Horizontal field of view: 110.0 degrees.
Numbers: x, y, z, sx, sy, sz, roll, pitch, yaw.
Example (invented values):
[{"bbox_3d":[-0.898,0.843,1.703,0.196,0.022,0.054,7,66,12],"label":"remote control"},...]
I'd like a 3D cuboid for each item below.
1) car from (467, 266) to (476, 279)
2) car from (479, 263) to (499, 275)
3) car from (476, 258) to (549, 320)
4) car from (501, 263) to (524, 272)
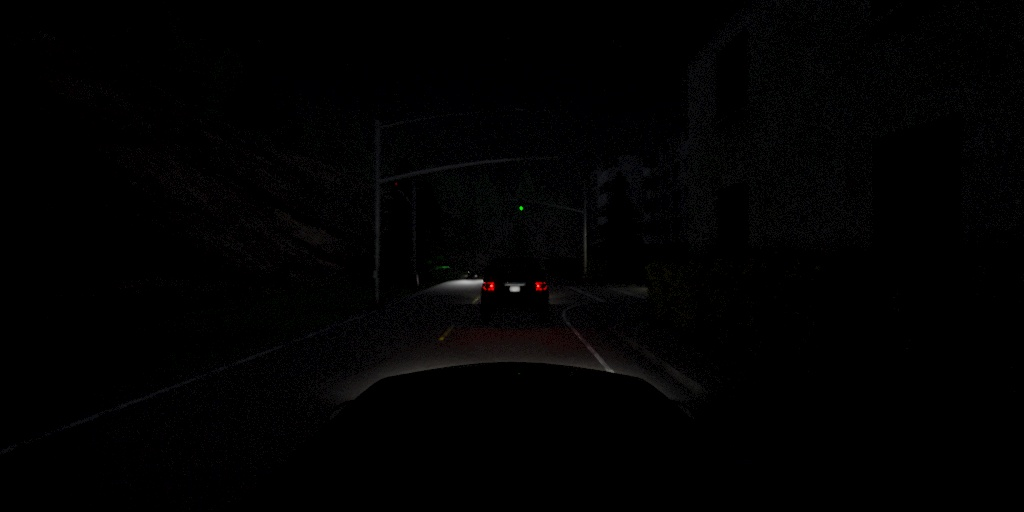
[{"bbox_3d":[-3.530,1.684,37.756,1.895,1.301,4.718,0,-1,1],"label":"car"},{"bbox_3d":[-2.986,1.702,47.797,1.812,1.442,4.674,0,-1,8],"label":"car"},{"bbox_3d":[0.094,1.079,13.210,2.150,2.045,5.566,0,0,0],"label":"car"},{"bbox_3d":[0.103,1.876,58.422,1.895,1.301,4.718,0,-1,27],"label":"car"}]
